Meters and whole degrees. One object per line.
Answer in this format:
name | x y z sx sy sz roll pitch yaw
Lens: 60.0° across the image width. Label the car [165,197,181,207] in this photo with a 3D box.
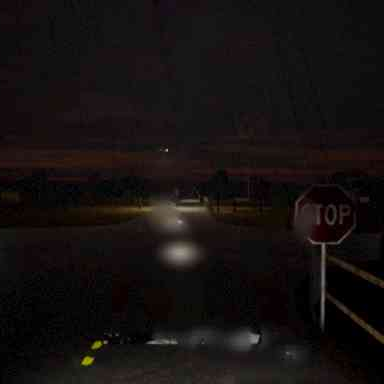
car | -2.778 1.522 49.736 1.812 1.442 4.674 0 1 0
